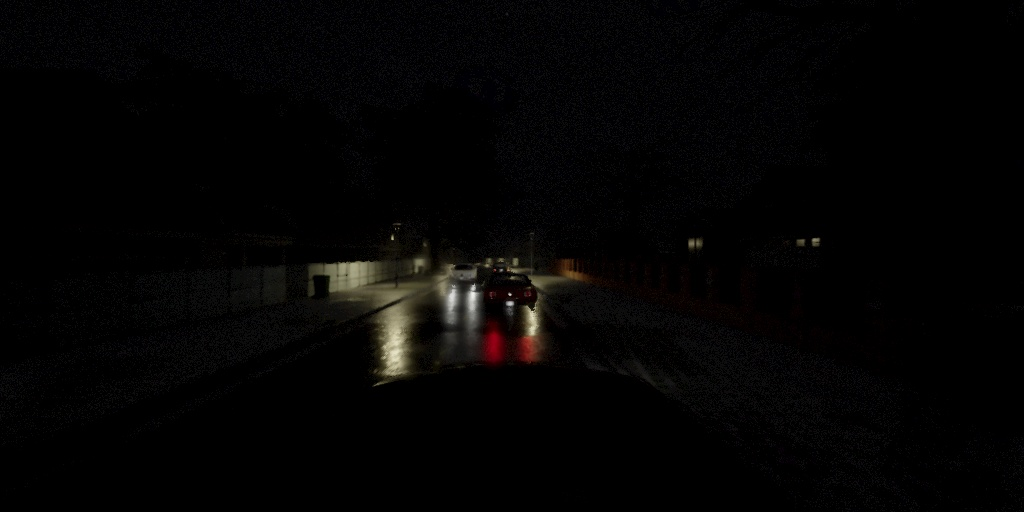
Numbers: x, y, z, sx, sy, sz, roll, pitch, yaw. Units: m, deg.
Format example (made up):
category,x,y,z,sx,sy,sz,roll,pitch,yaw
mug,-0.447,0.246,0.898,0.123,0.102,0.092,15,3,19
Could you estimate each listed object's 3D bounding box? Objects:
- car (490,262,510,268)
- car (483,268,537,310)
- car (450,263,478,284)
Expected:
category,x,y,z,sx,sy,sz,roll,pitch,yaw
car,-1.110,1.305,34.414,2.033,1.411,5.357,0,0,-4
car,-0.123,1.350,14.592,1.895,1.301,4.718,0,0,-2
car,-3.587,1.284,27.213,1.812,1.442,4.674,0,0,-3
